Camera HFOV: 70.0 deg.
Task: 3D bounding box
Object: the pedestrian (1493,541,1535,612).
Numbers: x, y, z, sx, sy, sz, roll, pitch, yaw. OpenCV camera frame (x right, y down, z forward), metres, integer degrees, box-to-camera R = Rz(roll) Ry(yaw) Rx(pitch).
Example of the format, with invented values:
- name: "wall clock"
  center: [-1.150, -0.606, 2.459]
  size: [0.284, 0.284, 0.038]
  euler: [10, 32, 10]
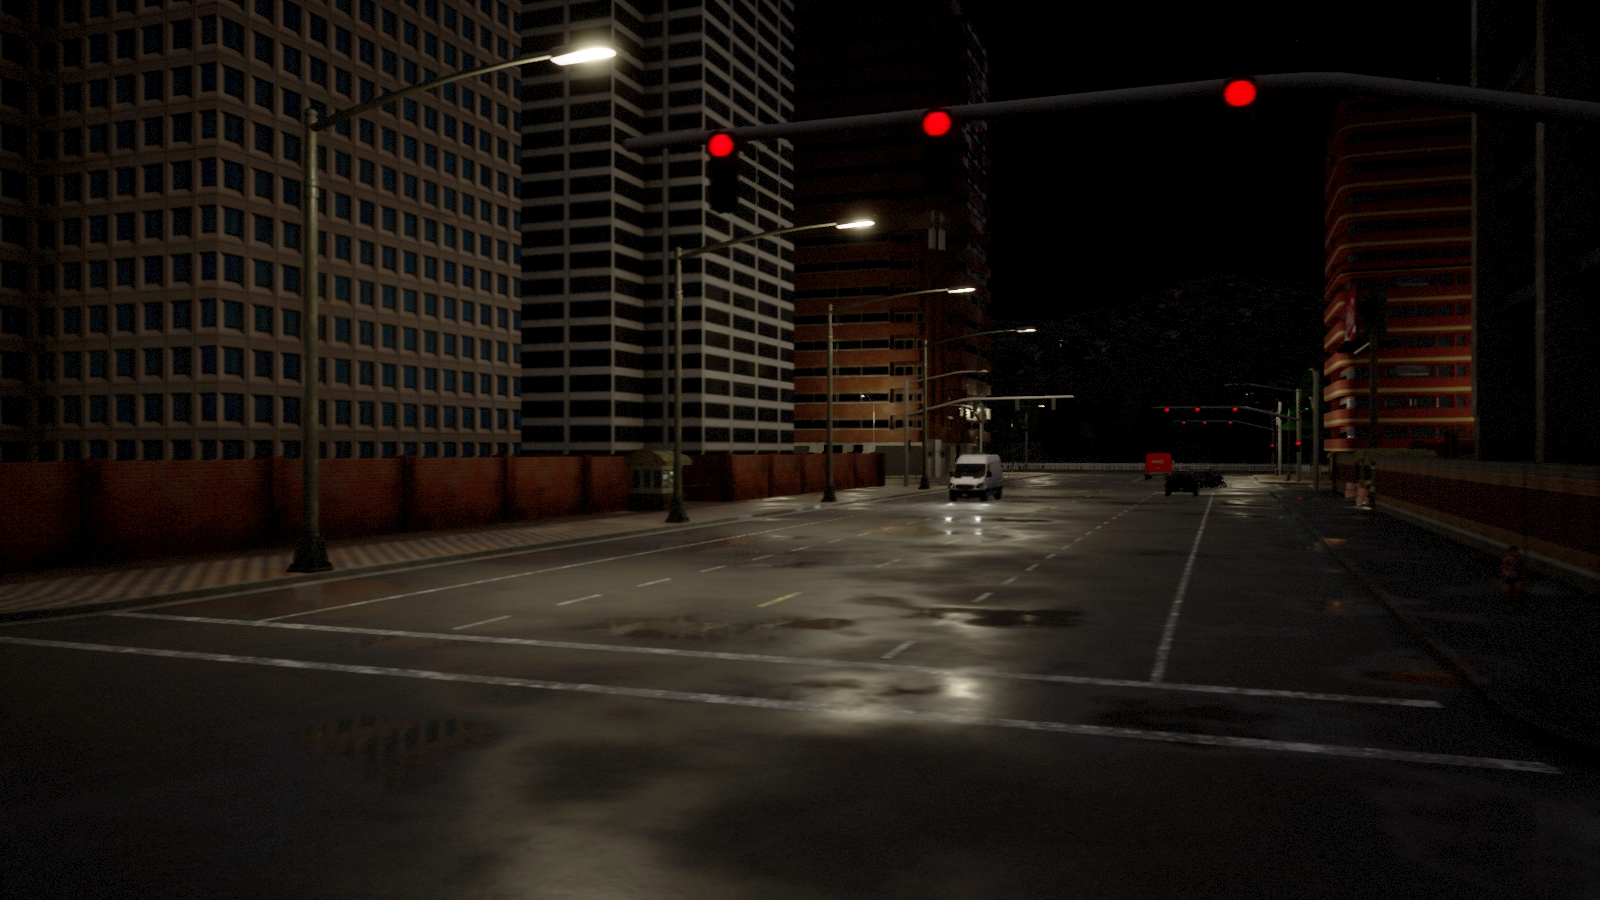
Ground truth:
- name: "pedestrian"
  center: [11.754, 2.078, 18.818]
  size: [0.500, 1.100, 0.500]
  euler: [0, 0, 21]
